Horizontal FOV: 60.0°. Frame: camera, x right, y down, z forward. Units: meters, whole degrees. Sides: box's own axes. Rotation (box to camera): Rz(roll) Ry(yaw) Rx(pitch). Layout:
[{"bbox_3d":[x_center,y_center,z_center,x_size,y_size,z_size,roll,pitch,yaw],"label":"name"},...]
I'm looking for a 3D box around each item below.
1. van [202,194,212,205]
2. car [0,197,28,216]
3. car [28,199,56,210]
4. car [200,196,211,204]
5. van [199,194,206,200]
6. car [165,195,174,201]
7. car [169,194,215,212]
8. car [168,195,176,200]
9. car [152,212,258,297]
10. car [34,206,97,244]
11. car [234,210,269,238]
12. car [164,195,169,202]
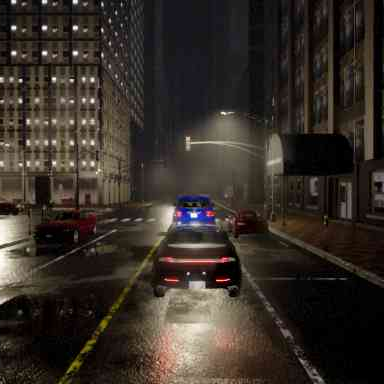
[{"bbox_3d":[2.708,1.328,60.731,1.690,1.788,3.998,0,0,0],"label":"van"},{"bbox_3d":[-18.597,1.308,31.109,5.009,1.841,2.192,0,0,1],"label":"car"},{"bbox_3d":[-18.507,1.498,39.491,4.403,1.369,2.008,0,0,1],"label":"car"},{"bbox_3d":[2.711,1.535,66.427,2.008,1.369,4.403,0,0,0],"label":"car"},{"bbox_3d":[2.720,1.312,89.214,1.690,1.788,3.998,0,0,0],"label":"van"},{"bbox_3d":[-5.662,1.541,83.522,1.947,1.339,4.313,0,0,0],"label":"car"},{"bbox_3d":[0.096,1.219,18.457,2.150,2.045,5.566,0,0,0],"label":"car"},{"bbox_3d":[-5.657,1.533,94.915,1.947,1.339,4.313,0,0,0],"label":"car"},{"bbox_3d":[0.102,1.491,8.538,2.128,1.511,4.902,0,0,0],"label":"car"},{"bbox_3d":[-5.819,1.543,15.765,1.887,1.381,4.507,0,0,0],"label":"car"},{"bbox_3d":[2.821,1.580,17.138,1.802,1.307,4.206,0,0,0],"label":"car"},{"bbox_3d":[-5.664,1.524,77.825,1.887,1.381,4.507,0,0,0],"label":"car"}]
